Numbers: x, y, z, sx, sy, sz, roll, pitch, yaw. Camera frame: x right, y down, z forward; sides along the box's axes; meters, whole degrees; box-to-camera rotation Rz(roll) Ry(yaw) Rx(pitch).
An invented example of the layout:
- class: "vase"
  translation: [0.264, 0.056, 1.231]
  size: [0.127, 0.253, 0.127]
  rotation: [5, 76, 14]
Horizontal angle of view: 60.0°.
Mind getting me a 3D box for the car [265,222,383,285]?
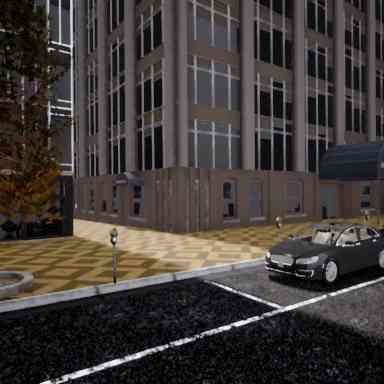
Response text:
- class: "car"
  translation: [3.936, 1.549, 9.372]
  size: [4.403, 1.369, 2.008]
  rotation: [0, -1, -35]
